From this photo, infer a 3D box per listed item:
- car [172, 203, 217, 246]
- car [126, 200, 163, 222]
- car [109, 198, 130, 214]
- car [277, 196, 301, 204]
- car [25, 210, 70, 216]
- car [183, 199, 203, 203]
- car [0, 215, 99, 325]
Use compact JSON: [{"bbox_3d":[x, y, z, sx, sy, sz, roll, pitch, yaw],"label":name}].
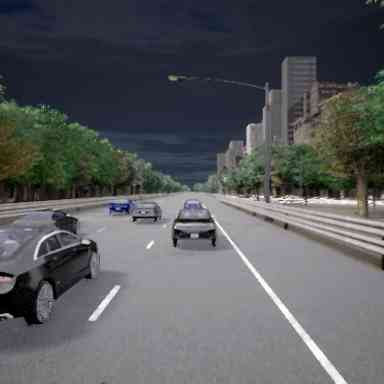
[{"bbox_3d":[0.099,1.458,15.235,2.128,1.511,4.902,0,0,0],"label":"car"},{"bbox_3d":[-3.403,1.476,25.834,2.033,1.411,5.357,0,0,0],"label":"car"},{"bbox_3d":[-6.904,1.377,33.477,1.882,1.535,5.008,0,0,0],"label":"car"},{"bbox_3d":[17.907,1.479,61.454,2.163,1.488,4.792,0,1,-35],"label":"car"},{"bbox_3d":[-6.902,1.528,15.932,1.994,1.385,4.181,0,0,0],"label":"car"},{"bbox_3d":[0.096,1.427,32.956,1.812,1.442,4.674,0,0,0],"label":"car"},{"bbox_3d":[-3.399,1.480,7.053,2.128,1.511,4.902,0,0,0],"label":"car"}]
